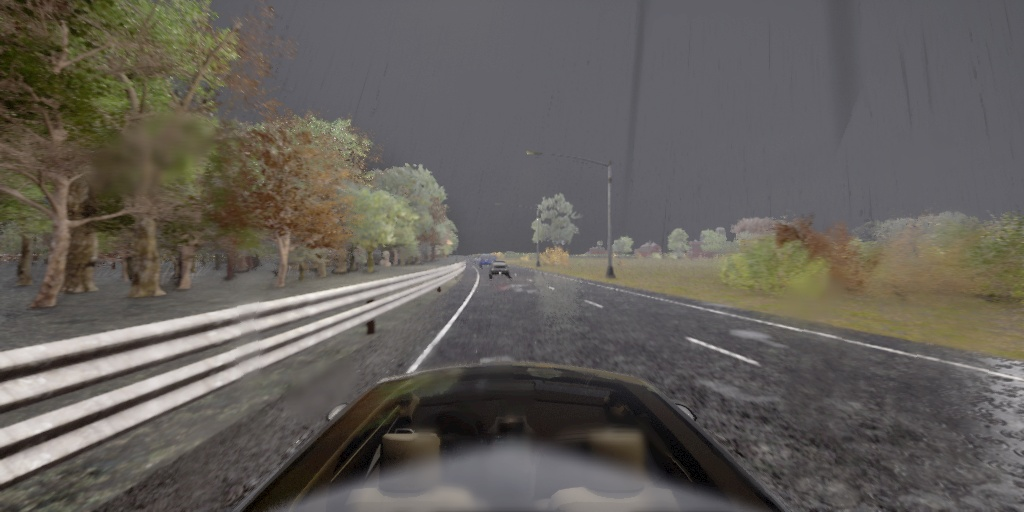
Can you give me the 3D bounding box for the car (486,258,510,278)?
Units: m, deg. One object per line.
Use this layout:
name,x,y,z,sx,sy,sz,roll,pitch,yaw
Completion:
car,-1.203,1.203,32.683,1.837,1.490,4.892,0,0,-5

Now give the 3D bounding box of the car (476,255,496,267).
car,-4.534,0.851,60.962,2.150,2.045,5.566,0,0,-8
